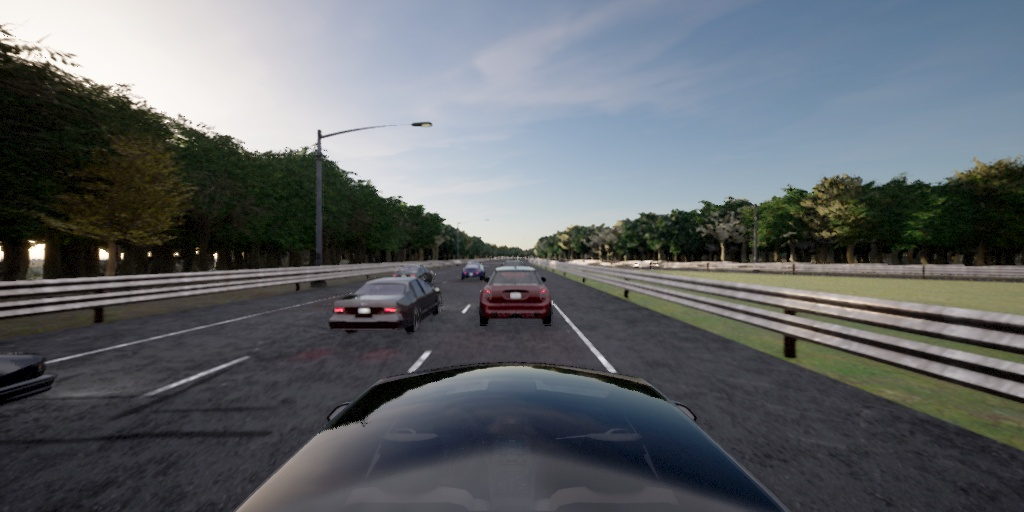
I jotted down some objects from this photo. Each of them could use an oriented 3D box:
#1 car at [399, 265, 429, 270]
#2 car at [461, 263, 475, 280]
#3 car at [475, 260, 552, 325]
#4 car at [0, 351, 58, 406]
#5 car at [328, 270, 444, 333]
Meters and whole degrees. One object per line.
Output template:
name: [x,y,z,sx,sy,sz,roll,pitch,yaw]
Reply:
car: [-6.899,1.339,25.478,2.033,1.411,5.357,0,0,0]
car: [-3.387,1.340,32.025,1.812,1.442,4.674,0,0,0]
car: [0.103,1.119,12.042,2.097,1.767,4.553,0,0,0]
car: [-6.906,1.299,2.161,2.033,1.411,5.357,0,0,0]
car: [-3.397,1.313,10.754,2.033,1.411,5.357,0,0,0]
